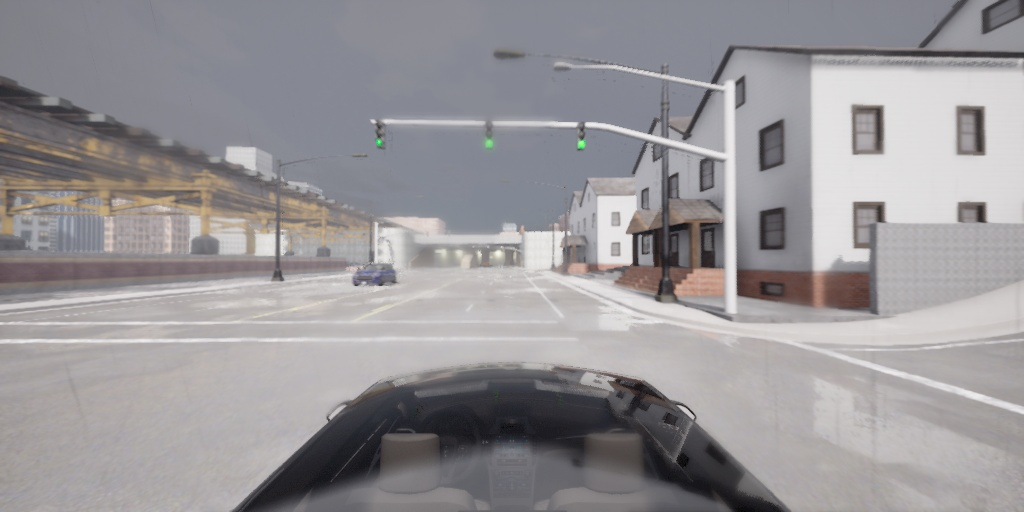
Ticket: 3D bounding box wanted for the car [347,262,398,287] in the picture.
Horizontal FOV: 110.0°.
[{"bbox_3d":[-10.487,1.348,27.679,2.097,1.767,4.553,0,-1,0],"label":"car"}]
